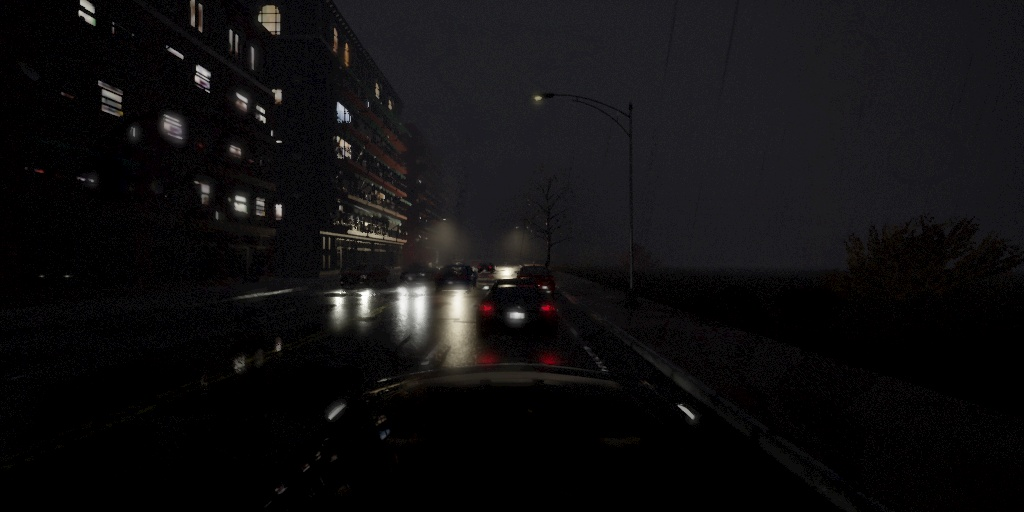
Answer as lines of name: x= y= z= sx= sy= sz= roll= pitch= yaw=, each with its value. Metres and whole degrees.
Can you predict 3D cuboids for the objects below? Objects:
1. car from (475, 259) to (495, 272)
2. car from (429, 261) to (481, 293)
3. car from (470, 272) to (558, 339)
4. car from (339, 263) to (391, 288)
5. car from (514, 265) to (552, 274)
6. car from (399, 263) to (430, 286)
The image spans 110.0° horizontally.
car: x=-3.109 y=1.352 z=43.476 sx=1.895 sy=1.301 sz=4.718 roll=0 pitch=0 yaw=0
car: x=-3.133 y=1.230 z=20.766 sx=1.882 sy=1.535 sz=5.008 roll=0 pitch=0 yaw=0
car: x=0.110 y=1.315 z=10.080 sx=1.994 sy=1.385 sz=4.181 roll=0 pitch=0 yaw=0
car: x=-9.829 y=1.230 z=24.321 sx=1.882 sy=1.535 sz=5.008 roll=0 pitch=0 yaw=0
car: x=1.154 y=1.230 z=19.000 sx=1.882 sy=1.535 sz=5.008 roll=0 pitch=0 yaw=0
car: x=-6.577 y=1.244 z=25.721 sx=2.128 sy=1.511 sz=4.902 roll=0 pitch=0 yaw=0
